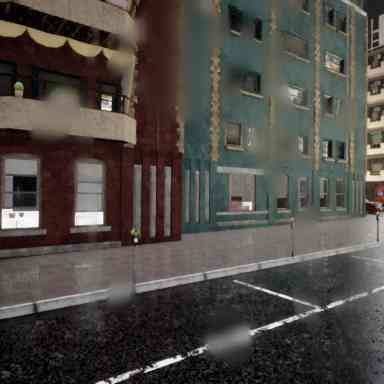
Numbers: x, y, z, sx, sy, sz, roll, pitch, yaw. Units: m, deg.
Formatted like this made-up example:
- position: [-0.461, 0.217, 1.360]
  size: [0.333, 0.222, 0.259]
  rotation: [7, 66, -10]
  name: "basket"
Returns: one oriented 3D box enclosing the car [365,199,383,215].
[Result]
- position: [15.702, 1.241, 32.220]
  size: [2.192, 1.841, 5.009]
  rotation: [1, 0, -36]
  name: "car"
